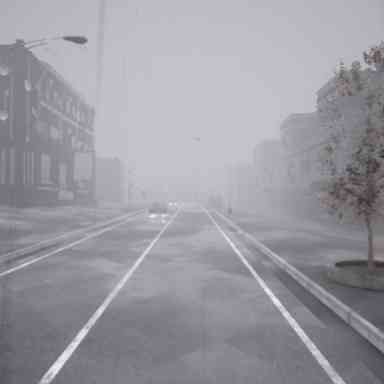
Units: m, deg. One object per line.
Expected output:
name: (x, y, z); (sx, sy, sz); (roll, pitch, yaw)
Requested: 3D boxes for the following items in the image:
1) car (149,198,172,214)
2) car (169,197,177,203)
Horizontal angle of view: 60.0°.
car: (-3.590, 1.706, 36.741); (1.994, 1.385, 4.181); (0, 0, 0)
car: (-4.544, 1.807, 77.432); (2.128, 1.511, 4.902); (0, 0, -9)
